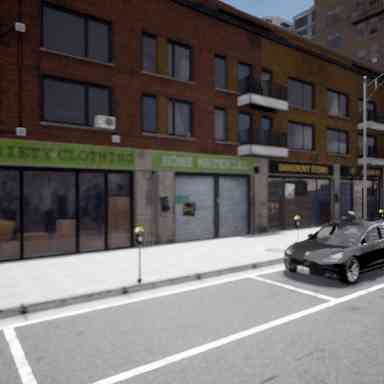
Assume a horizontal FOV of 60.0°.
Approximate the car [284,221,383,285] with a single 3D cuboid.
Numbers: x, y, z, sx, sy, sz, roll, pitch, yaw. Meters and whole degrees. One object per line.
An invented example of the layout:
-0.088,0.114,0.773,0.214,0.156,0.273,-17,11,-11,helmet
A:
4.487,1.519,9.390,4.313,1.339,1.947,0,0,-36,car
